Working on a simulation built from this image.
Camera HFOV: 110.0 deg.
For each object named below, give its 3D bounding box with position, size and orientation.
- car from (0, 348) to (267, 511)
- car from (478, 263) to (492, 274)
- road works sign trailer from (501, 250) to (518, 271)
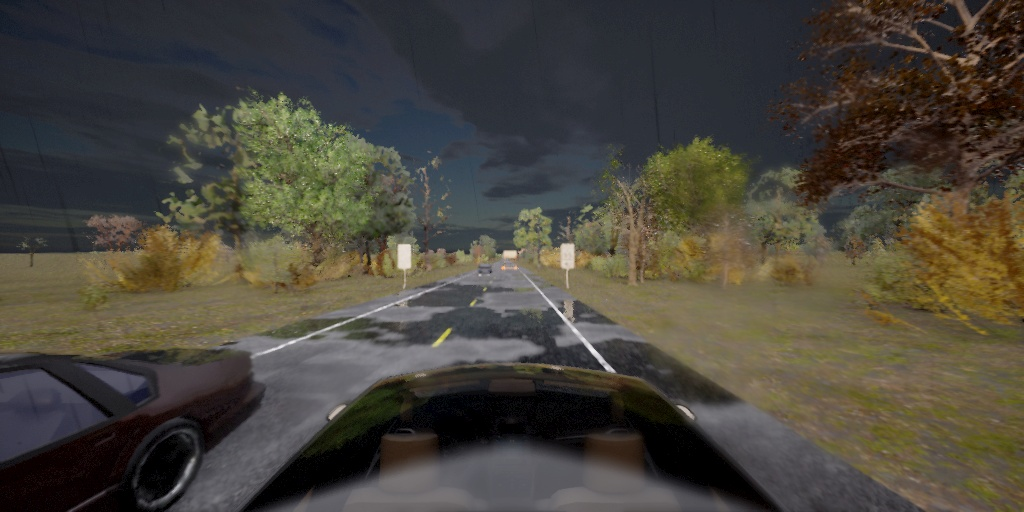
[{"bbox_3d":[-3.599,1.297,1.516,2.033,1.411,5.357,0,-1,0],"label":"car"},{"bbox_3d":[-3.761,1.740,50.646,2.033,1.411,5.357,0,-1,0],"label":"car"},{"bbox_3d":[-0.312,0.747,60.880,2.380,3.560,2.880,0,0,1],"label":"road works sign trailer"}]
